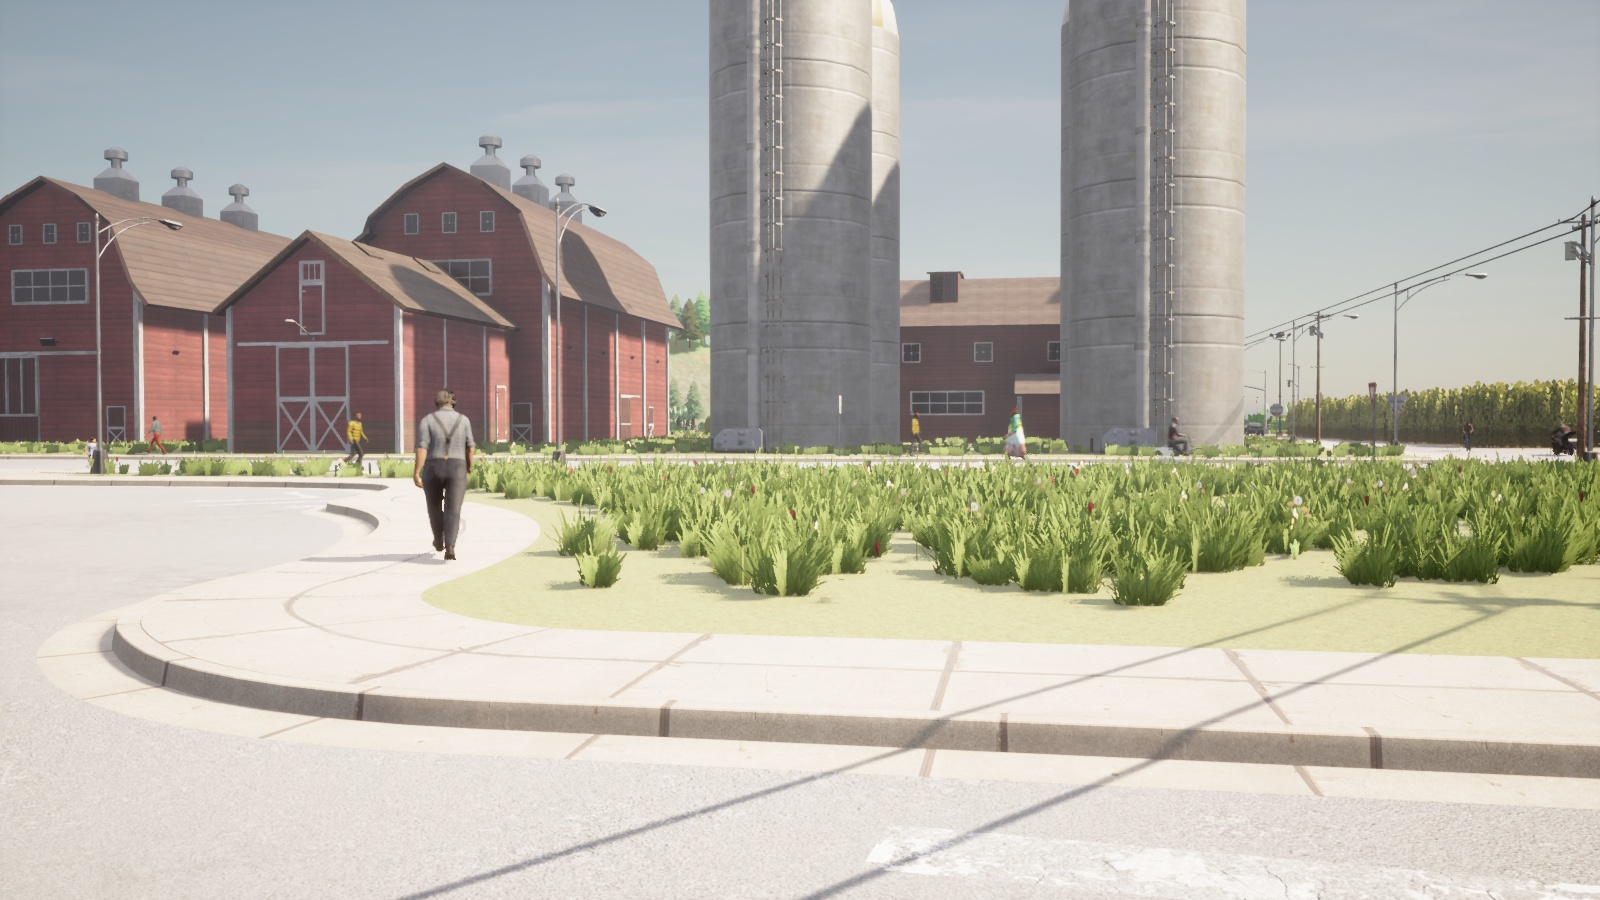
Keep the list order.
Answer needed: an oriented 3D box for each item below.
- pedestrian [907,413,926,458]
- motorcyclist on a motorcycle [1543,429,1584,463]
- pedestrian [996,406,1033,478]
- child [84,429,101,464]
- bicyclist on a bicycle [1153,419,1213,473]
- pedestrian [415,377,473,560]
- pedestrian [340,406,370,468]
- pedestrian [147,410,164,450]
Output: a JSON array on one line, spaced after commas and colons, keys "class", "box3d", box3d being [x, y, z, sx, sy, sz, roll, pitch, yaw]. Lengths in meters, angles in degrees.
[{"class": "pedestrian", "box3d": [4.754, -0.597, 51.260, 0.726, 1.835, 0.370, 1, 1, 14]}, {"class": "motorcyclist on a motorcycle", "box3d": [34.976, -0.191, 57.593, 0.866, 1.530, 2.191, 1, 1, 10]}, {"class": "pedestrian", "box3d": [5.909, -0.232, 34.606, 0.873, 1.952, 0.659, 0, 1, 0]}, {"class": "child", "box3d": [-22.231, -0.108, 39.445, 0.394, 1.110, 0.255, 1, 1, 10]}, {"class": "bicyclist on a bicycle", "box3d": [12.766, -0.137, 41.895, 1.843, 1.776, 0.659, 0, 1, 10]}, {"class": "pedestrian", "box3d": [-3.716, 0.180, 13.108, 0.540, 1.848, 0.694, 0, 1, -19]}, {"class": "pedestrian", "box3d": [-13.217, -0.394, 37.320, 0.709, 1.840, 0.431, 0, 1, 7]}, {"class": "pedestrian", "box3d": [-29.604, -0.923, 57.699, 0.614, 1.847, 0.353, 0, 1, 4]}]
